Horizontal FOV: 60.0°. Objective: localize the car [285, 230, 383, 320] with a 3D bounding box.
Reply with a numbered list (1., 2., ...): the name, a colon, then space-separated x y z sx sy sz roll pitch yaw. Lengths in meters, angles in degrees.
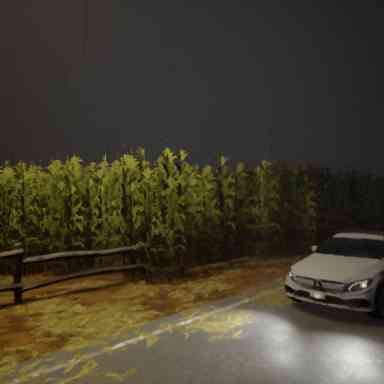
1. car: 4.037 1.686 7.898 4.674 1.442 1.812 0 -2 -44
